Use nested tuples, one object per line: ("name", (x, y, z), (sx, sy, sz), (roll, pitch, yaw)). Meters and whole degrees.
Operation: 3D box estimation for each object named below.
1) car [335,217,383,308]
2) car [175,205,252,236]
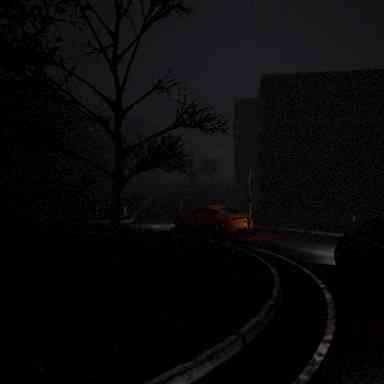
("car", (4.906, 1.367, 7.878), (2.097, 1.767, 4.553), (0, 0, 13))
("car", (1.077, 1.502, 18.902), (1.882, 1.535, 5.008), (0, 0, -42))
